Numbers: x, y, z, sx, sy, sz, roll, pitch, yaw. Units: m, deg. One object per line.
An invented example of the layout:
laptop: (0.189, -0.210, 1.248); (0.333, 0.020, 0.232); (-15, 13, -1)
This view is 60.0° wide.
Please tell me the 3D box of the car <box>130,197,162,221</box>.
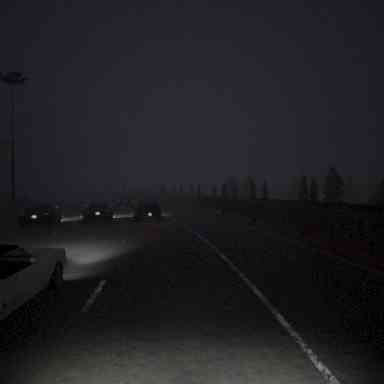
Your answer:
car: (-3.476, 1.307, 25.346); (1.837, 1.490, 4.892); (0, 0, -14)

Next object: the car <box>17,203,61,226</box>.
car: (-9.708, 1.413, 21.436); (1.994, 1.385, 4.181); (0, 0, -13)

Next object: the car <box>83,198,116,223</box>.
car: (-6.711, 1.387, 23.906); (1.994, 1.385, 4.181); (0, 0, -14)

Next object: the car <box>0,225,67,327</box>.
car: (-3.771, 1.562, 5.822); (1.895, 1.301, 4.718); (0, 0, -4)

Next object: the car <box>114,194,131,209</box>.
car: (-8.368, 1.049, 39.869); (2.097, 1.767, 4.553); (0, 0, -22)
